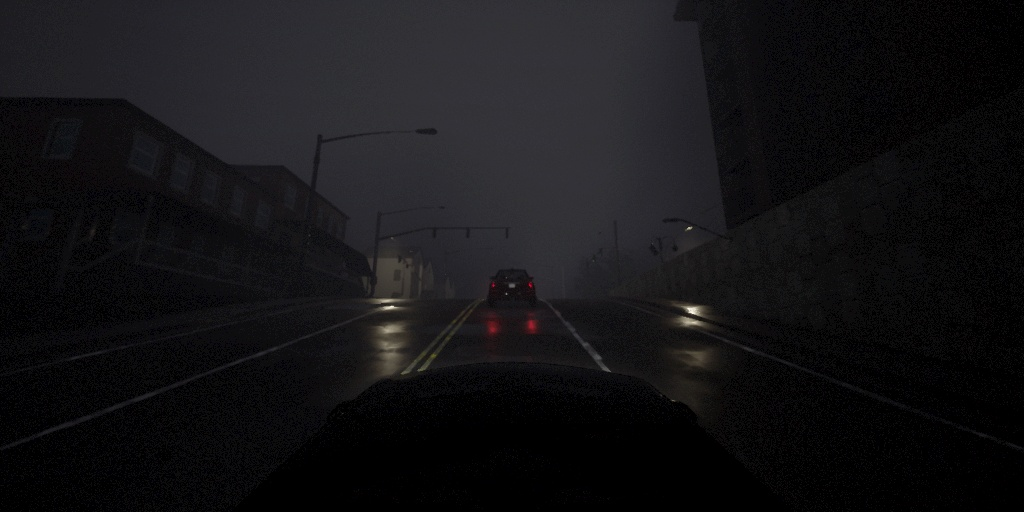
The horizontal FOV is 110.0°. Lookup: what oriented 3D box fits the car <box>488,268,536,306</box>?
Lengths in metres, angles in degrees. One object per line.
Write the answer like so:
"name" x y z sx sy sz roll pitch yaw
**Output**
"car" 0.016 1.410 17.492 2.097 1.767 4.553 0 -3 0
